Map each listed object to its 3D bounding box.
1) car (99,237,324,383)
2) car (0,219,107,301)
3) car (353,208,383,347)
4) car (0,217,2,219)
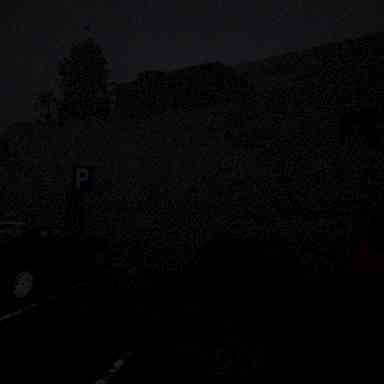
[{"bbox_3d":[0.808,1.536,5.187,2.163,1.488,4.792,0,-1,15],"label":"car"},{"bbox_3d":[-4.083,1.569,8.691,2.097,1.535,5.008,-1,-1,15],"label":"car"},{"bbox_3d":[3.255,1.228,3.451,2.435,2.045,5.566,0,-1,15],"label":"car"},{"bbox_3d":[-6.521,1.637,10.439,2.002,1.452,4.674,0,-1,15],"label":"car"}]
